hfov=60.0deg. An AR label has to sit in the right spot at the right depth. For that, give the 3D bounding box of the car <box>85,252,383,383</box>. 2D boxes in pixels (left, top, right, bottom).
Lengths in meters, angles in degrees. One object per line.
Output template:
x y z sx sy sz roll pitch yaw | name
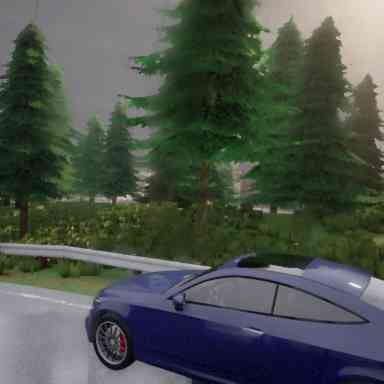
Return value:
0.788 1.499 4.077 4.674 1.442 1.812 1 1 31 | car
